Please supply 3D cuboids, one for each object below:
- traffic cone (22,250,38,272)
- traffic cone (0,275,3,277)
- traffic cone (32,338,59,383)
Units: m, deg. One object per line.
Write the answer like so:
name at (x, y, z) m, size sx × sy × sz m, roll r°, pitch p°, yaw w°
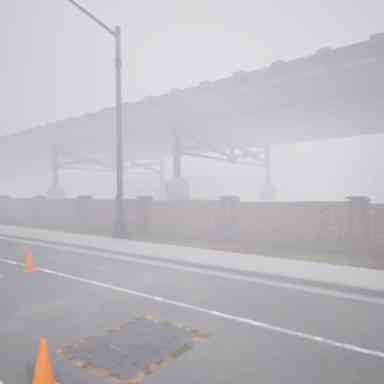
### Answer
traffic cone at (-4.760, 2.010, 9.774) m, size 0.340 × 0.580 × 0.340 m, roll 0°, pitch 0°, yaw 36°
traffic cone at (-5.352, 2.005, 8.968) m, size 0.340 × 0.580 × 0.340 m, roll 0°, pitch 0°, yaw 36°
traffic cone at (-1.700, 1.978, 3.805) m, size 0.340 × 0.580 × 0.340 m, roll 0°, pitch 0°, yaw 36°
